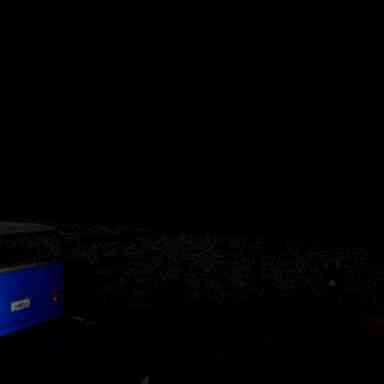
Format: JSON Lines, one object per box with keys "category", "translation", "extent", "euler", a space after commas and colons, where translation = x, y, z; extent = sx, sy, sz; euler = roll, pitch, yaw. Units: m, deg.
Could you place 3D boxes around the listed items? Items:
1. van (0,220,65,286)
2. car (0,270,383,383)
{"category": "van", "translation": [-3.919, 1.357, 5.765], "extent": [3.998, 1.788, 1.690], "euler": [0, 0, 36]}
{"category": "car", "translation": [0.646, 1.547, 2.505], "extent": [4.507, 1.381, 1.887], "euler": [0, 0, 36]}
